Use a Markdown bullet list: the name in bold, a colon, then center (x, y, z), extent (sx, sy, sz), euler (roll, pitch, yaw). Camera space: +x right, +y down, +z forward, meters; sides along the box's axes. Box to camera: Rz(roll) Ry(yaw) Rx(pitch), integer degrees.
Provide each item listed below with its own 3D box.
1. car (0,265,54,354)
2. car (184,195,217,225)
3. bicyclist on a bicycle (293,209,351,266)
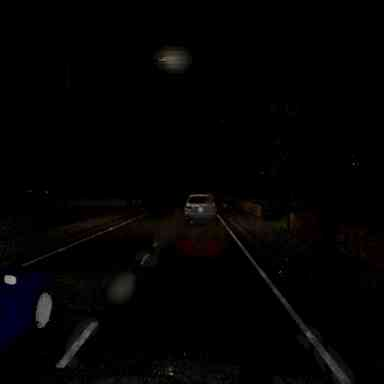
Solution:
- **car**: center (-3.289, 1.457, 3.668), extent (1.882, 1.535, 5.008), euler (0, 0, 1)
- **car**: center (0.629, 1.194, 24.012), extent (2.150, 2.045, 5.566), euler (0, 0, 1)
- **bicyclist on a bicycle**: center (3.721, 1.309, 9.467), extent (1.656, 1.620, 0.582), euler (1, 0, 1)
